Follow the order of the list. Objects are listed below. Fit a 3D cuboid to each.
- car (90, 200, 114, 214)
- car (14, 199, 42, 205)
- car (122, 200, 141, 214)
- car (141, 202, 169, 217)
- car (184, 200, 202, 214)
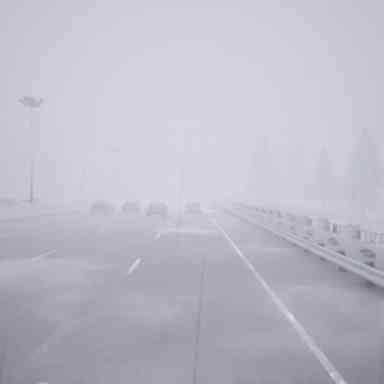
[{"bbox_3d":[-10.394,1.737,38.802,1.837,1.490,4.892,0,-1,0],"label":"car"},{"bbox_3d":[-21.063,1.640,42.626,2.097,1.767,4.553,0,-1,0],"label":"car"},{"bbox_3d":[-6.893,1.722,38.731,2.128,1.511,4.902,0,-1,0],"label":"car"},{"bbox_3d":[-3.393,1.695,32.919,2.033,1.411,5.357,0,-1,0],"label":"car"},{"bbox_3d":[0.107,1.721,39.604,1.882,1.535,5.008,0,-1,0],"label":"car"}]
